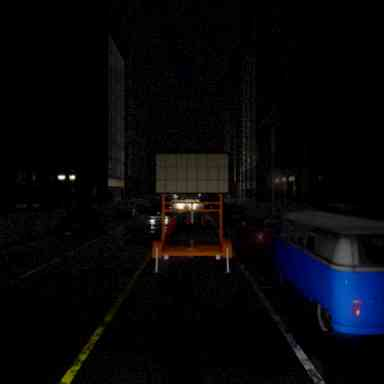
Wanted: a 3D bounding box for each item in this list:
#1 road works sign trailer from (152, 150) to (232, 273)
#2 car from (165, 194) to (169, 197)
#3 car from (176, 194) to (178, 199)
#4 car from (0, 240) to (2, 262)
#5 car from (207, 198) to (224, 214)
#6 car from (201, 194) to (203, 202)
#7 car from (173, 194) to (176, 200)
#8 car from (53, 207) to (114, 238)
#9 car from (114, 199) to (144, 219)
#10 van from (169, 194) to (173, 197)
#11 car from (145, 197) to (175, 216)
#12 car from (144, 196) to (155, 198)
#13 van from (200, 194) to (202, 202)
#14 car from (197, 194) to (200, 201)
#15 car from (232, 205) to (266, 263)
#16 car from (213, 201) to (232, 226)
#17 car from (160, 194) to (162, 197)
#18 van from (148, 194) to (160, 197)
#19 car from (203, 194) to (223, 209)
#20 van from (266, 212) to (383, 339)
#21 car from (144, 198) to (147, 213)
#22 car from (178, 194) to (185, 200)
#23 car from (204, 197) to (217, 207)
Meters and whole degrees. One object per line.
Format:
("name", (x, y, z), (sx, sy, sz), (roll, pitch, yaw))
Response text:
("road works sign trailer", (0.007, 0.464, 10.695), (2.380, 3.560, 2.880), (0, 0, 0))
("car", (-5.729, 1.339, 56.836), (2.192, 1.841, 5.009), (0, 0, 0))
("car", (-5.710, 1.604, 90.492), (2.008, 1.369, 4.403), (0, 0, 0))
("car", (-5.757, 1.315, 6.350), (2.192, 1.841, 5.009), (0, 0, 0))
("car", (2.783, 1.590, 34.406), (1.802, 1.307, 4.206), (0, 0, 0))
("car", (2.790, 1.331, 45.624), (2.192, 1.841, 5.009), (0, 0, 0))
("car", (-5.717, 1.358, 79.274), (2.192, 1.841, 5.009), (0, 0, 0))
("car", (-5.751, 1.567, 17.569), (1.947, 1.339, 4.313), (0, 0, 0))
("car", (-5.745, 1.556, 28.788), (2.008, 1.369, 4.403), (0, 0, 0))
("van", (-5.720, 1.379, 73.664), (1.690, 1.788, 3.998), (0, 0, 0))
("car", (-3.082, 1.555, 33.078), (2.033, 1.411, 5.357), (0, 0, 0))
("car", (-5.739, 1.537, 39.837), (1.752, 1.417, 4.829), (0, 0, 0))
("van", (2.799, 1.369, 62.451), (1.690, 1.788, 3.998), (0, 0, 0))
("car", (2.805, 1.352, 73.670), (2.192, 1.841, 5.009), (0, 0, 0))
("car", (2.771, 1.440, 11.969), (1.967, 1.590, 4.097), (0, 0, 0))
("car", (2.777, 1.569, 23.187), (1.947, 1.339, 4.313), (0, 0, 0))
("car", (-5.732, 1.460, 51.226), (1.967, 1.590, 4.097), (0, 0, 0))
("van", (-5.735, 1.357, 45.617), (1.690, 1.788, 3.998), (0, 0, 0))
("car", (2.787, 1.327, 40.015), (2.192, 1.841, 5.009), (0, 0, 0))
("van", (2.768, 1.341, 6.360), (1.690, 1.788, 3.998), (0, 0, 0))
("car", (-5.742, 1.591, 34.398), (1.802, 1.307, 4.206), (0, 0, 0))
("car", (-2.948, 1.563, 90.645), (1.837, 1.490, 4.892), (0, 0, 0))
("car", (2.793, 1.545, 51.403), (1.752, 1.417, 4.829), (0, 0, 0))
